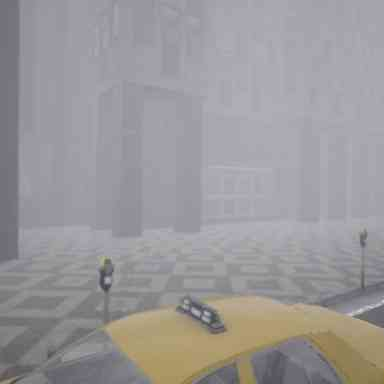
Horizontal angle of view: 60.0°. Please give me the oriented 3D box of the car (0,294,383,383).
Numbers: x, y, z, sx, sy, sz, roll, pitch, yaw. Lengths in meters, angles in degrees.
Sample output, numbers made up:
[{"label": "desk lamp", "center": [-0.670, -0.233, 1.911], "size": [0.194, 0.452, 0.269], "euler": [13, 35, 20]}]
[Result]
[{"label": "car", "center": [-0.169, 1.498, 2.305], "size": [4.829, 1.417, 1.752], "euler": [0, 1, -33]}]
